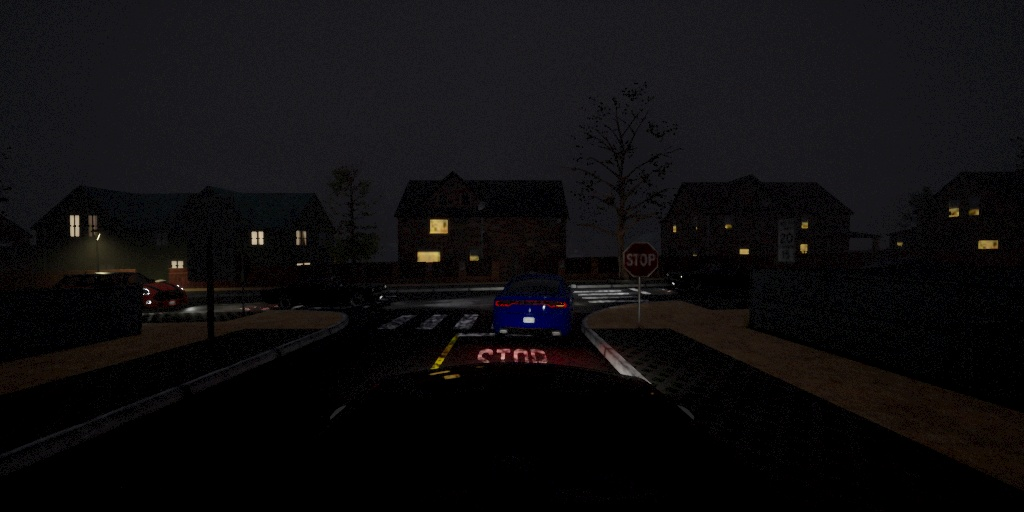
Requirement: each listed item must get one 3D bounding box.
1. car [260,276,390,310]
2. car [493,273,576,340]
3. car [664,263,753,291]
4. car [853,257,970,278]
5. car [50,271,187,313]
[{"bbox_3d":[-7.818,1.506,15.358,4.718,1.301,1.895,-1,1,0],"label":"car"},{"bbox_3d":[0.782,1.226,10.154,1.882,1.535,5.008,0,0,10],"label":"car"},{"bbox_3d":[10.402,1.034,18.294,4.718,1.301,1.895,-1,1,-1],"label":"car"},{"bbox_3d":[20.048,0.753,18.334,5.357,1.411,2.033,-1,1,0],"label":"car"},{"bbox_3d":[-16.806,1.471,15.346,4.553,1.767,2.097,-1,1,0],"label":"car"}]
